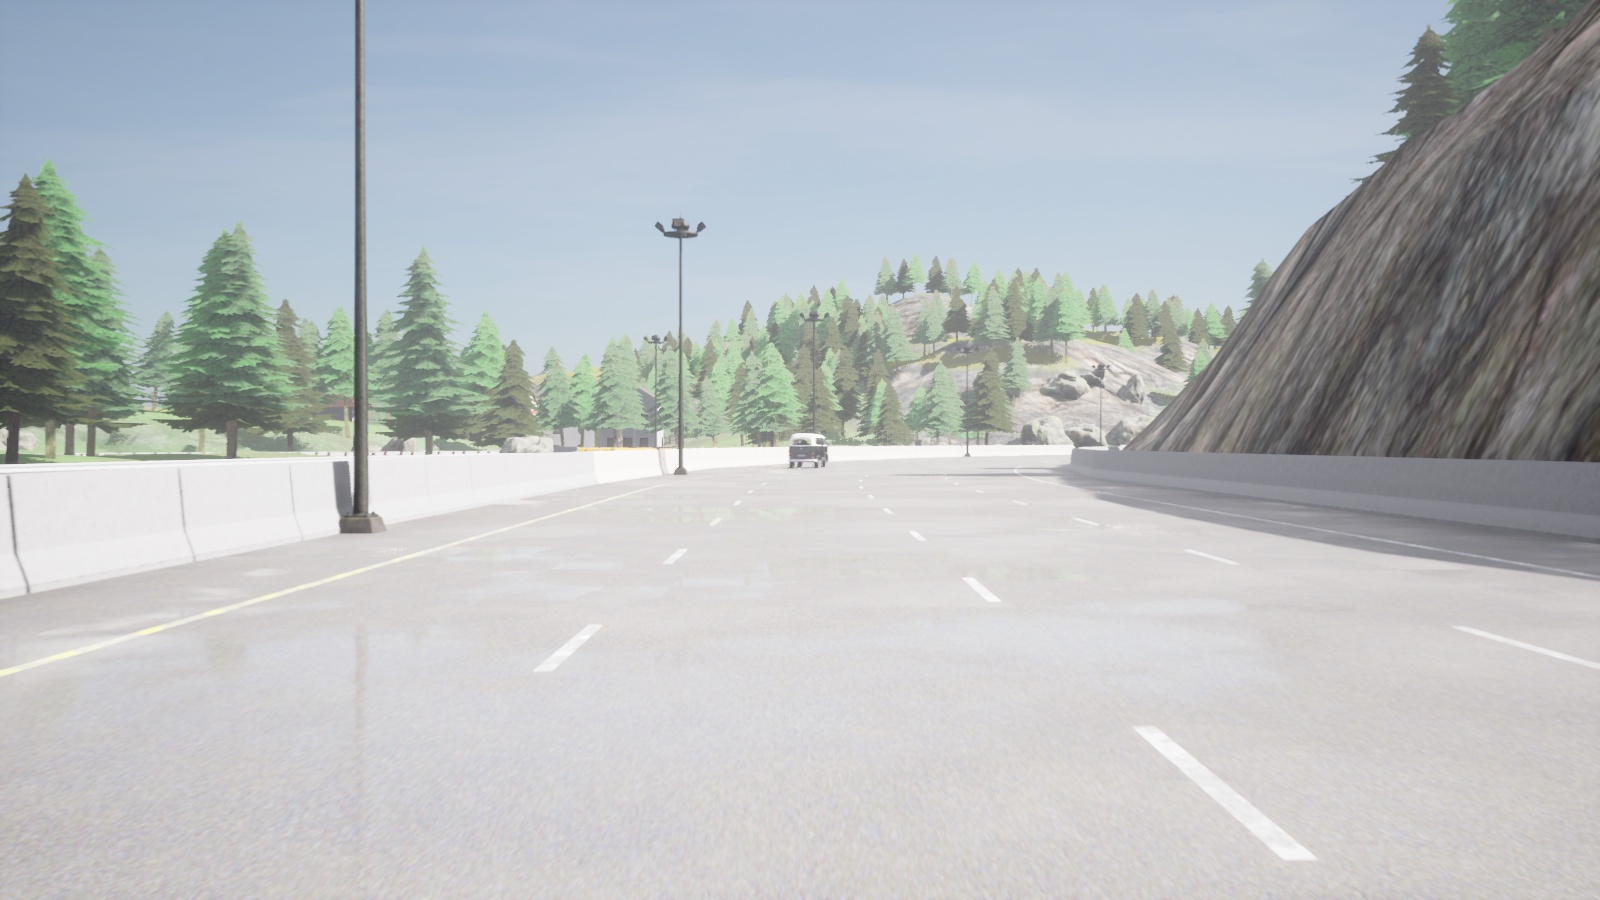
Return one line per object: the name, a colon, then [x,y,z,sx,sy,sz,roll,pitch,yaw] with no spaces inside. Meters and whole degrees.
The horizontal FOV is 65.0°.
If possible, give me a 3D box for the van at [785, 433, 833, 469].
van: [0.579,0.046,75.276,2.069,2.038,4.480,0,0,12]
